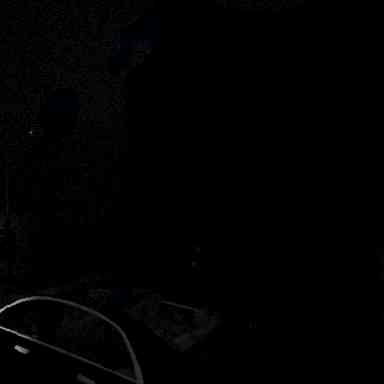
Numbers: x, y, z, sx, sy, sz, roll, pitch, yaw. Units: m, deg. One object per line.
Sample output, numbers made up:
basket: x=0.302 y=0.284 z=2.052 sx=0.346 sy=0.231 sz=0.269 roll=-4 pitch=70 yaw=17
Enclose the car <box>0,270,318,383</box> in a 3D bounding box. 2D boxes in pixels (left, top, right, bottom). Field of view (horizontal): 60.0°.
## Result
car: x=-1.004 y=1.552 z=3.525 sx=4.403 sy=1.369 sz=2.008 roll=0 pitch=0 yaw=36
